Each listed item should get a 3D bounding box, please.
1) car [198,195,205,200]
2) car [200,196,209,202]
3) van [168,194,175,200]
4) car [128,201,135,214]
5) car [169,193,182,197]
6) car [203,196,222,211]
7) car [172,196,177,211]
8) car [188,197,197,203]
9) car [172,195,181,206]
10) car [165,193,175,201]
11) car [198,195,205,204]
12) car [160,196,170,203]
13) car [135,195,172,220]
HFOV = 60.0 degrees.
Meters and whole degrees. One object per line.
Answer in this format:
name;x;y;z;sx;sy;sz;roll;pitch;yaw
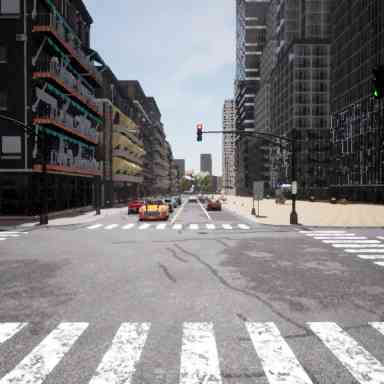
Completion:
car;2.708;1.535;92.119;1.752;1.417;4.829;-1;0;0
car;2.697;1.548;75.002;1.887;1.381;4.507;-1;0;0
van;-5.642;1.350;91.896;1.690;1.788;3.998;-1;0;0
car;-5.676;1.540;35.407;1.887;1.381;4.507;-1;0;0
car;-3.010;1.220;58.305;2.150;2.045;5.566;0;0;1
car;2.674;1.540;41.108;1.887;1.381;4.507;-1;0;0
car;-3.071;1.501;37.659;1.837;1.490;4.892;0;0;0
car;0.155;1.602;69.740;1.895;1.301;4.718;0;0;0
car;-3.059;1.544;47.987;2.033;1.411;5.357;0;0;0
car;-5.646;1.322;86.248;2.192;1.841;5.009;-1;0;0
car;2.690;1.551;63.704;2.008;1.369;4.403;-1;0;0
car;-5.654;1.584;69.301;1.802;1.307;4.206;-1;0;0
car;-3.080;1.348;27.662;2.097;1.767;4.553;0;0;0
